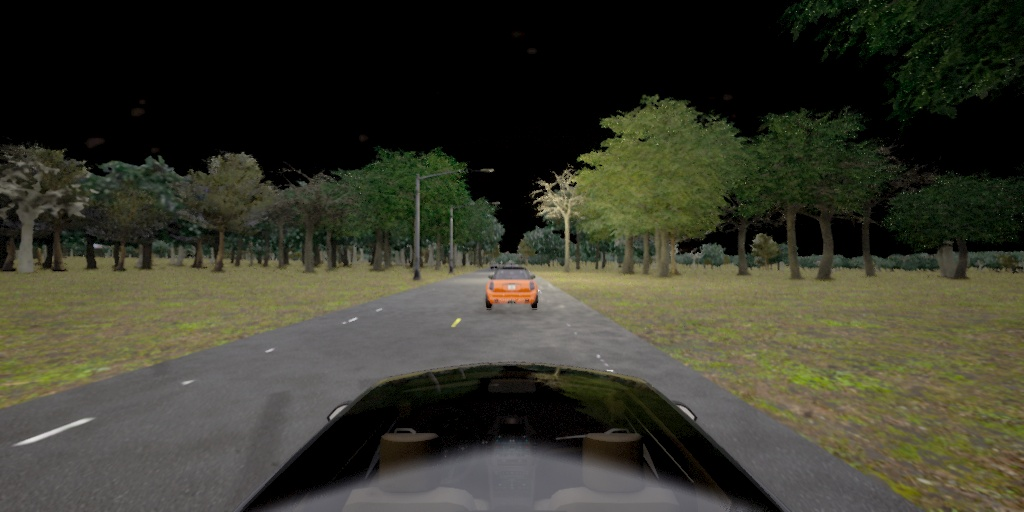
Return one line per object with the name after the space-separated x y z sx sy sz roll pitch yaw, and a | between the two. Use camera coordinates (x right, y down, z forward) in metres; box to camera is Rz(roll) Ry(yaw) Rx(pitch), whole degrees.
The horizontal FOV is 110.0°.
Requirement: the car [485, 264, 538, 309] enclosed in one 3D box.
-0.008 1.255 15.928 2.097 1.767 4.553 0 -1 0 | car
